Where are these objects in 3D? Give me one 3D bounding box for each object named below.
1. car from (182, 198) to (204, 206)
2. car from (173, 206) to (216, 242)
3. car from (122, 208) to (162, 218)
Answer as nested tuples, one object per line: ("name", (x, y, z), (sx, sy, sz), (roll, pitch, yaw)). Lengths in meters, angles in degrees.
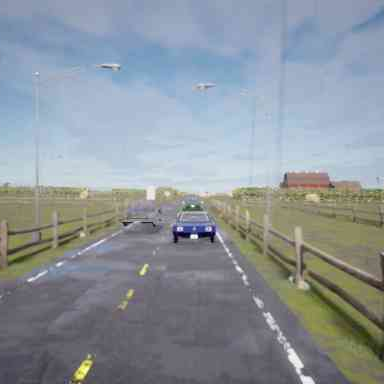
("car", (0.095, 1.364, 33.425), (2.097, 1.767, 4.553), (0, 0, 0))
("car", (0.097, 1.606, 16.374), (1.895, 1.301, 4.718), (0, 0, 0))
("car", (-2.754, 1.161, 19.404), (2.033, 1.411, 5.357), (0, 0, 0))
